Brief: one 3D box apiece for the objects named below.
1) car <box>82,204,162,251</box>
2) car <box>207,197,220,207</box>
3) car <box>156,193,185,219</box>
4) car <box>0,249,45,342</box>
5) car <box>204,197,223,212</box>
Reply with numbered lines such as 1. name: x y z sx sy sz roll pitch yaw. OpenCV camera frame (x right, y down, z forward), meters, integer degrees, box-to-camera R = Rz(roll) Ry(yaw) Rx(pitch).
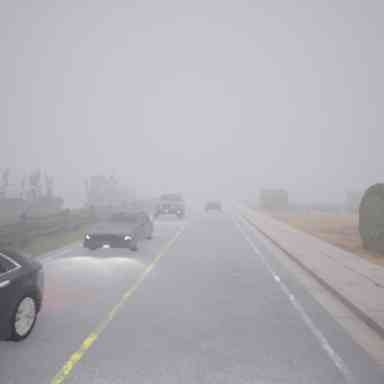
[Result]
1. car: -2.790 1.471 14.019 2.033 1.411 5.357 1 0 3
2. car: 3.165 1.443 49.271 1.812 1.442 4.674 1 0 4
3. car: -1.811 1.122 28.813 2.150 2.045 5.566 1 0 4
4. car: -3.450 1.446 3.625 1.837 1.490 4.892 1 0 4
5. car: 2.442 1.463 37.842 1.812 1.442 4.674 1 0 4
